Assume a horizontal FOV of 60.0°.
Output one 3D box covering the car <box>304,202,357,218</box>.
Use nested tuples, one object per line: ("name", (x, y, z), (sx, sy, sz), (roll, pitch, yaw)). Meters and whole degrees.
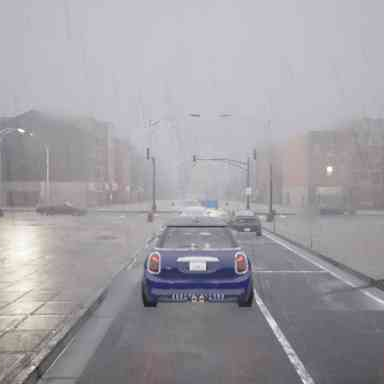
("car", (13.696, 1.725, 33.019), (4.902, 1.511, 2.128), (1, 1, 0))

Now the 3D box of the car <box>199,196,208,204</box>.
("car", (2.670, 1.828, 76.773), (1.967, 1.590, 4.097), (-1, -1, 0))

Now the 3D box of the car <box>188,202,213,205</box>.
("car", (0.167, 1.551, 19.574), (1.812, 1.442, 4.674), (0, 0, 1))

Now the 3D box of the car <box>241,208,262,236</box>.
("car", (2.638, 1.573, 18.073), (2.008, 1.369, 4.403), (-1, 0, 0))

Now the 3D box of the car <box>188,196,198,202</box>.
("car", (0.055, 1.975, 75.912), (1.895, 1.301, 4.718), (0, -1, 0))

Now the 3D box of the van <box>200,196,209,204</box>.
("van", (2.665, 1.678, 71.484), (1.690, 1.788, 3.998), (-1, -1, 0))

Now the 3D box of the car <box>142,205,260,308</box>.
("car", (0.103, 1.356, 8.091), (2.097, 1.767, 4.553), (0, 0, 0))

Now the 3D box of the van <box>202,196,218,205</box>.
("van", (2.649, 1.477, 45.032), (1.690, 1.788, 3.998), (-1, 0, 0))

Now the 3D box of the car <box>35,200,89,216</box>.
("car", (-11.698, 1.460, 30.136), (4.674, 1.442, 1.812), (1, 1, 2))

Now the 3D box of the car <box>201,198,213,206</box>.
("car", (2.663, 1.797, 60.901), (2.008, 1.369, 4.403), (-1, -1, 0))

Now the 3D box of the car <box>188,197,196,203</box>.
("car", (0.060, 2.009, 85.879), (2.128, 1.511, 4.902), (0, -1, 0))

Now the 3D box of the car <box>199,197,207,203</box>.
("car", (2.676, 1.987, 82.062), (1.887, 1.381, 4.507), (-1, -1, 0))

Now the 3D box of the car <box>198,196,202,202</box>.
("car", (2.655, 1.519, 55.614), (2.192, 1.841, 5.009), (-1, 0, 0))

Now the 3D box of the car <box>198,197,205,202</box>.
("car", (2.683, 2.144, 92.642), (1.802, 1.307, 4.206), (-2, -1, 0))
